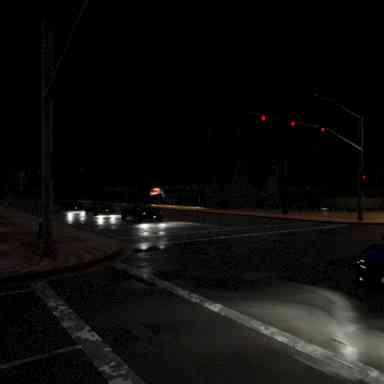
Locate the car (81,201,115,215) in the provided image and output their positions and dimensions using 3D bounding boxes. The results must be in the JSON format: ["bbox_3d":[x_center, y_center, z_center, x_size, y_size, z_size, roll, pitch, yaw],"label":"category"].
[{"bbox_3d":[-9.308,1.564,33.456,1.994,1.385,4.181,0,0,-35],"label":"car"}]

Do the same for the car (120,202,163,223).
[{"bbox_3d":[-4.080,1.526,26.138,1.812,1.442,4.674,0,0,-36],"label":"car"}]

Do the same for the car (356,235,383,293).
[{"bbox_3d":[5.912,1.478,7.927,5.008,1.535,1.882,0,0,-34],"label":"car"}]

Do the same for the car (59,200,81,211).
[{"bbox_3d":[-15.144,1.601,41.667,1.895,1.301,4.718,0,0,-35],"label":"car"}]
